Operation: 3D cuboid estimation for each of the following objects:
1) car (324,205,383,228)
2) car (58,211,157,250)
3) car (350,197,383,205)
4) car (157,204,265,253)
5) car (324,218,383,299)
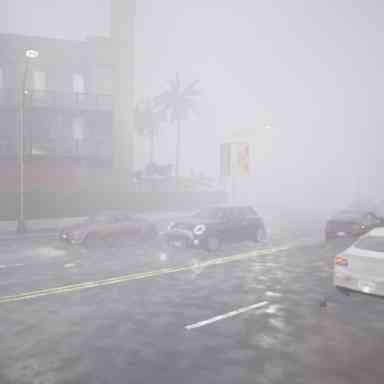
[{"bbox_3d":[7.551,1.519,15.198,1.812,1.442,4.674,0,0,41],"label":"car"},{"bbox_3d":[-3.517,1.552,14.384,4.181,1.385,1.994,0,0,-42],"label":"car"},{"bbox_3d":[17.981,1.533,35.074,2.033,1.411,5.357,0,0,12],"label":"car"},{"bbox_3d":[1.074,1.343,13.871,4.553,1.767,2.097,0,0,-44],"label":"car"},{"bbox_3d":[4.901,1.523,7.603,4.674,1.442,1.812,0,0,-42],"label":"car"}]
